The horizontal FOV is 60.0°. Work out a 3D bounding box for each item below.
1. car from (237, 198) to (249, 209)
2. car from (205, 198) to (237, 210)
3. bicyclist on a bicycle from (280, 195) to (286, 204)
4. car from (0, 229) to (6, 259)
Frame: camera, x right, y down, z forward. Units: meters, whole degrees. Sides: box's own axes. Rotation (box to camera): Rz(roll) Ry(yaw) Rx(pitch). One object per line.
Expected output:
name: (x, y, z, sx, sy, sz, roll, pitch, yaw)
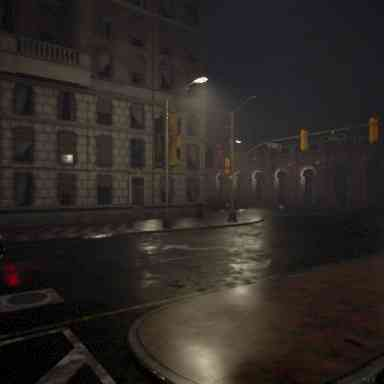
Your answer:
car: (5.710, 1.510, 45.207, 1.812, 1.442, 4.674, 0, 0, -36)
car: (2.966, 1.478, 43.026, 2.128, 1.511, 4.902, 0, 0, -36)
bicyclist on a bicycle: (15.448, 1.278, 56.435, 1.656, 1.620, 0.582, 0, 0, -36)
car: (-7.529, 1.492, 8.446, 4.902, 1.511, 2.128, 0, 0, -35)
